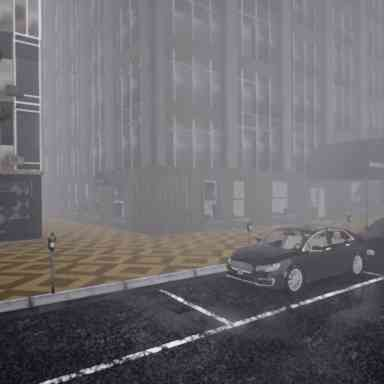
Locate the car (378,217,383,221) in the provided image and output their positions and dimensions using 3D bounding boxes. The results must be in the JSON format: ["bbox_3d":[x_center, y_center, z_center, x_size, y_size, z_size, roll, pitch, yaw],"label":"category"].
[{"bbox_3d":[7.456,1.562,11.934,4.313,1.339,1.947,0,-1,-36],"label":"car"}]

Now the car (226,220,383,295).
[{"bbox_3d":[2.838,1.549,8.620,4.403,1.369,2.008,0,-1,-36],"label":"car"}]
